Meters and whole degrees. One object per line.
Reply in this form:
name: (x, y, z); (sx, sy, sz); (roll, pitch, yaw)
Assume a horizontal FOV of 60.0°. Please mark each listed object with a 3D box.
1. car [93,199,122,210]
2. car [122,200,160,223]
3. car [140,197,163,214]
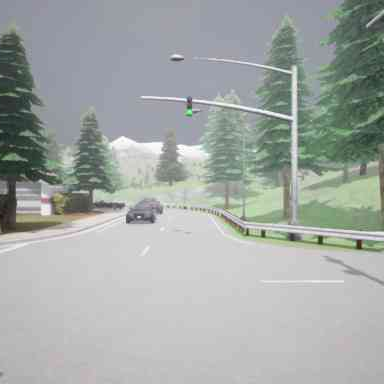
car: (-10.969, 1.607, 42.721); (4.718, 1.301, 1.895); (0, 0, 15)
car: (-3.734, 1.563, 25.120); (1.994, 1.385, 4.181); (0, 0, -2)
car: (-4.472, 1.351, 34.918); (2.097, 1.767, 4.553); (0, 0, -19)
